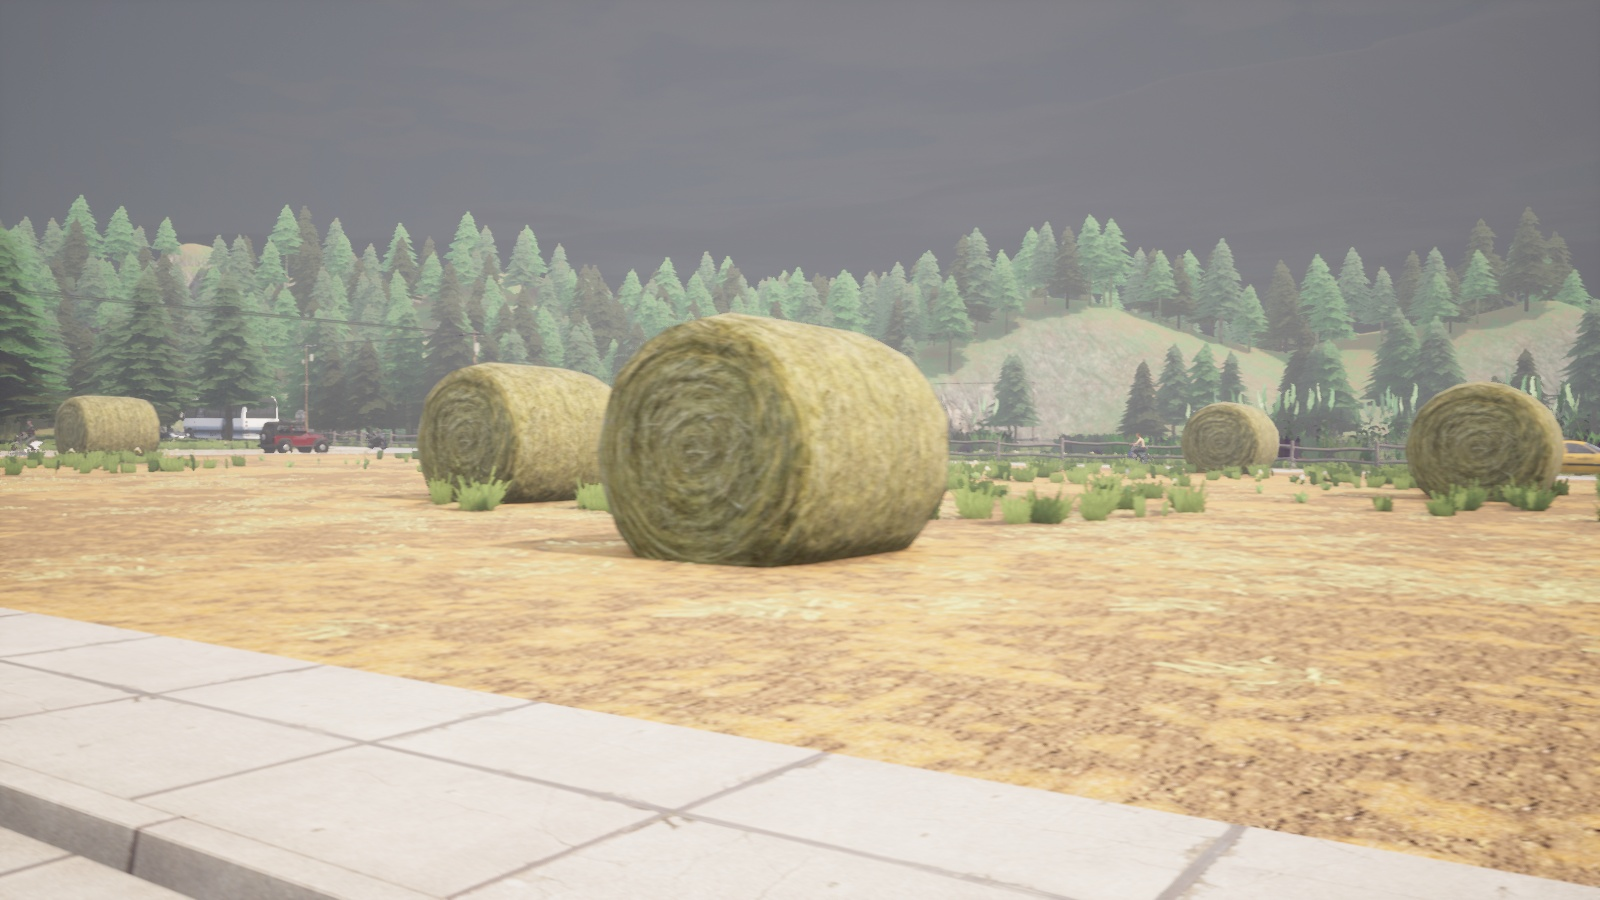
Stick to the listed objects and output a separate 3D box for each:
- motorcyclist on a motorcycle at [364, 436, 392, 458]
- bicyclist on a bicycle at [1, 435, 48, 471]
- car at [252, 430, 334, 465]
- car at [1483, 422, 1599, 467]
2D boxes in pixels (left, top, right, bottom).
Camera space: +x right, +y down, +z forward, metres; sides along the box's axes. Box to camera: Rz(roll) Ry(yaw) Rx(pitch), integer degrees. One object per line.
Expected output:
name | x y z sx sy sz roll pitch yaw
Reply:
motorcyclist on a motorcycle | -30.383 -0.200 90.431 2.191 1.530 0.866 0 1 38
bicyclist on a bicycle | -38.783 0.123 62.813 0.659 1.776 1.843 0 1 35
car | -28.734 -0.157 71.200 1.905 1.878 3.866 0 1 35
car | 28.053 -0.216 45.707 5.366 1.575 1.801 0 1 37
